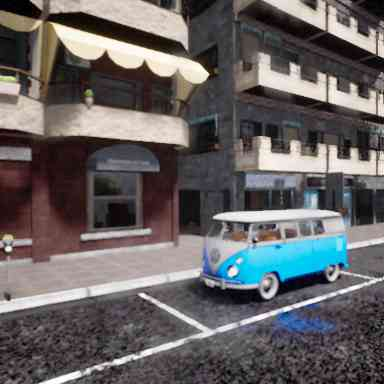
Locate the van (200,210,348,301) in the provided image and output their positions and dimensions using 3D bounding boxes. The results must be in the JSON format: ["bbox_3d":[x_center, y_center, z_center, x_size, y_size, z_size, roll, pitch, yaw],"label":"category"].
[{"bbox_3d":[2.075,1.345,8.051,3.998,1.788,1.690,0,0,-35],"label":"van"}]
